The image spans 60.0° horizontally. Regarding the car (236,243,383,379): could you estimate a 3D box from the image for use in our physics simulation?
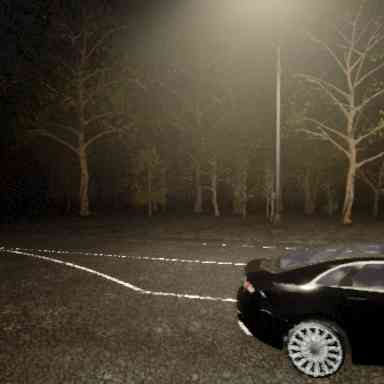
[{"bbox_3d":[3.058,1.494,4.434,4.902,1.511,2.128,0,0,16],"label":"car"}]
